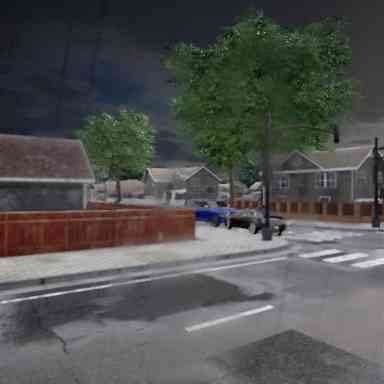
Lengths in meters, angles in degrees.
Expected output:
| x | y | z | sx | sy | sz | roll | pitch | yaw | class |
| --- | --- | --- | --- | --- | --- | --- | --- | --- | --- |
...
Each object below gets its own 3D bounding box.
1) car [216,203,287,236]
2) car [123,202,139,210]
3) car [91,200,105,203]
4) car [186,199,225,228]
| x | y | z | sx | sy | sz | roll | pitch | yaw | class |
| --- | --- | --- | --- | --- | --- | --- | --- | --- | --- |
| 3.687 | 1.733 | 20.062 | 2.128 | 1.511 | 4.902 | 5 | -2 | -21 | car |
| -7.212 | 1.975 | 39.802 | 2.128 | 1.511 | 4.902 | 0 | -1 | -31 | car |
| -15.583 | 2.027 | 54.817 | 1.882 | 1.535 | 5.008 | 0 | -1 | -28 | car |
| 1.530 | 1.580 | 26.102 | 2.150 | 2.045 | 5.566 | 0 | -1 | -33 | car |
